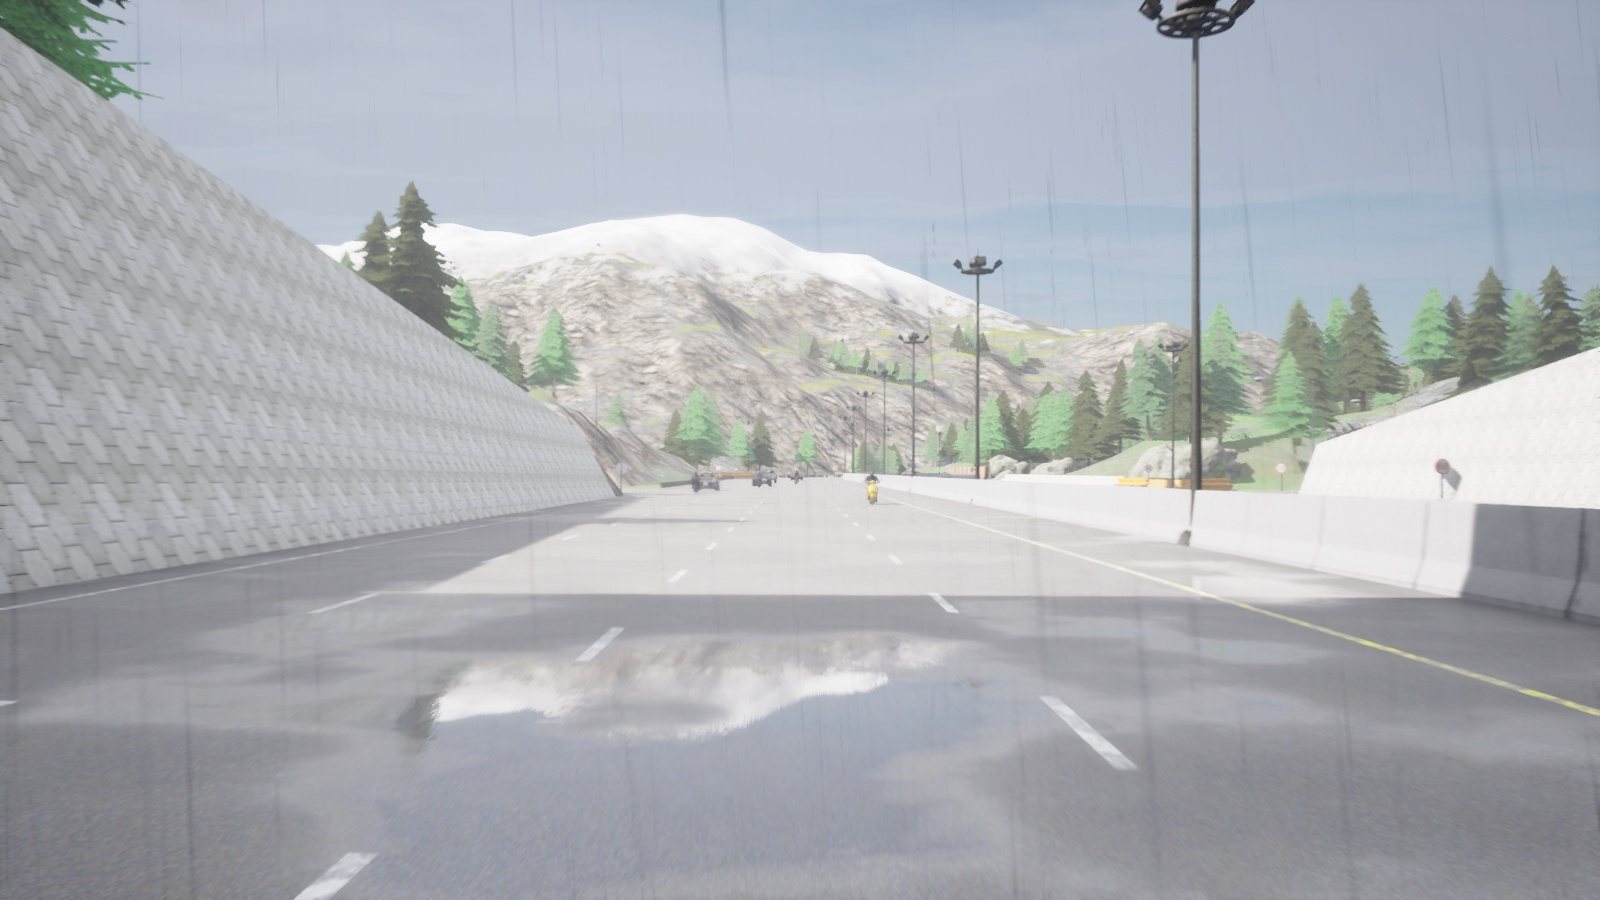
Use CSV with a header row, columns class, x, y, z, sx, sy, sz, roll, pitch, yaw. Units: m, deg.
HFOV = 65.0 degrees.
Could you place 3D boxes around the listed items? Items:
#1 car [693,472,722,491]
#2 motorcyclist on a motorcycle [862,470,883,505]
class,x,y,z,sx,sy,sz,roll,pitch,yaw
car,-7.233,2.449,98.313,1.970,1.475,3.806,0,-1,0
motorcyclist on a motorcycle,3.362,1.727,58.275,0.866,1.590,1.817,0,-1,0
